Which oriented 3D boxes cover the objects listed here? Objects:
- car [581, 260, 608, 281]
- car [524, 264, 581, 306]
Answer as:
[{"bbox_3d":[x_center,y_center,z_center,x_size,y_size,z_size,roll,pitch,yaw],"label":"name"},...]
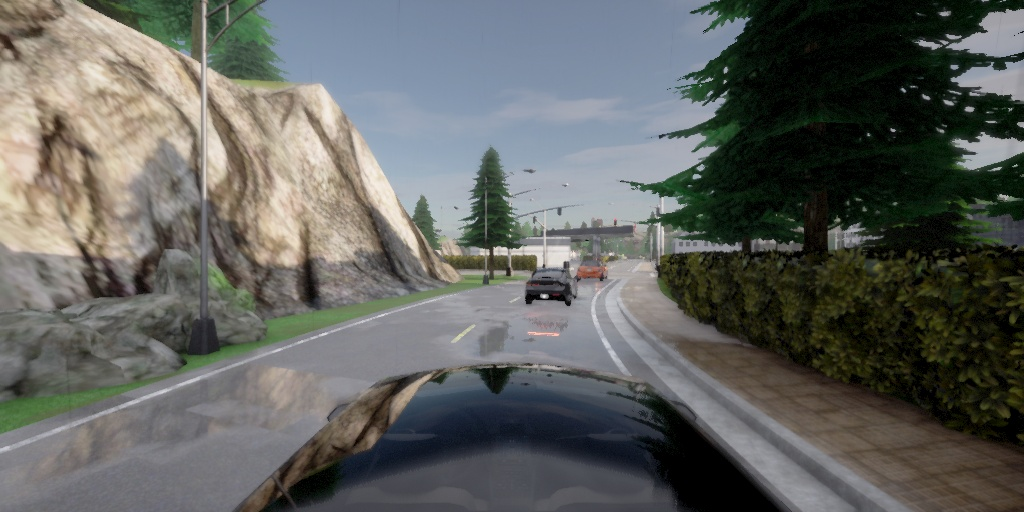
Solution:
[{"bbox_3d":[6.732,1.115,29.802,2.097,1.767,4.553,0,0,21],"label":"car"},{"bbox_3d":[1.820,1.265,15.877,1.837,1.490,4.892,0,0,14],"label":"car"}]
